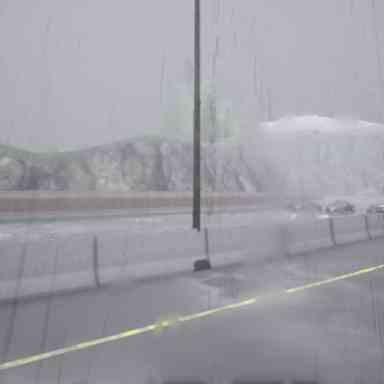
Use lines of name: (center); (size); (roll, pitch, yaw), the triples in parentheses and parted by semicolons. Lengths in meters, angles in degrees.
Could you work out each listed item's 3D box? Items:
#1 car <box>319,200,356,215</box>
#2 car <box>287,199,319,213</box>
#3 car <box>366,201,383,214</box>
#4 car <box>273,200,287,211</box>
car: (16.113, 1.607, 35.986); (2.128, 1.511, 4.902); (0, 0, 44)
car: (13.313, 1.604, 38.118); (2.128, 1.511, 4.902); (0, 0, 44)
car: (19.750, 1.650, 34.732); (1.812, 1.442, 4.674); (0, 0, 43)
car: (12.322, 1.666, 42.109); (2.033, 1.411, 5.357); (0, 0, 43)
